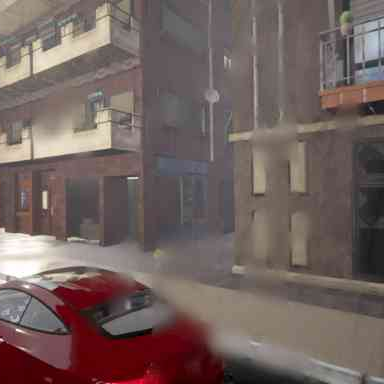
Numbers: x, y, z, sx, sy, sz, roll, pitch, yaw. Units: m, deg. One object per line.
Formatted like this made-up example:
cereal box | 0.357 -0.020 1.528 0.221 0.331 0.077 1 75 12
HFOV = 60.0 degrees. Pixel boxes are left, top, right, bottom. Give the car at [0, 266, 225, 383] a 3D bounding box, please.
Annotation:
car | -1.613 1.583 3.999 4.206 1.307 1.802 0 -1 36
